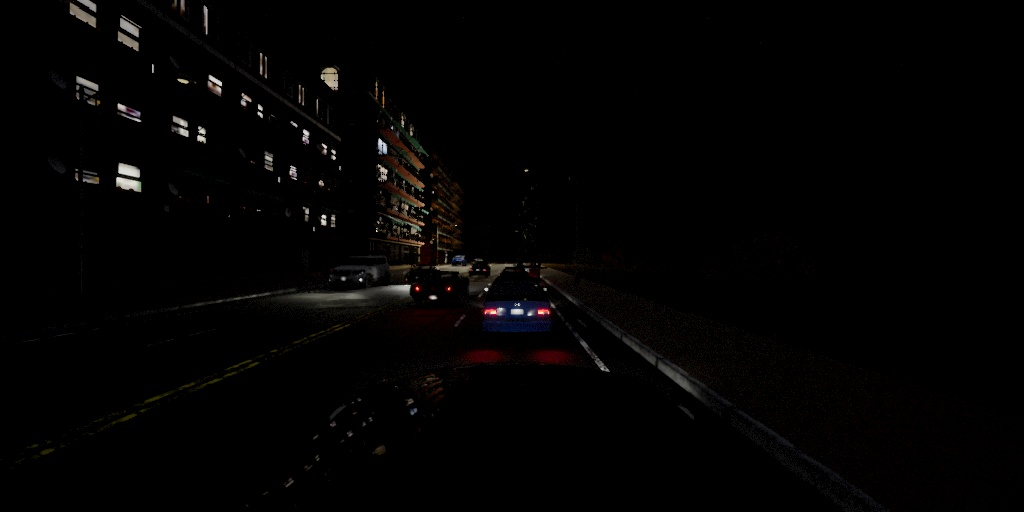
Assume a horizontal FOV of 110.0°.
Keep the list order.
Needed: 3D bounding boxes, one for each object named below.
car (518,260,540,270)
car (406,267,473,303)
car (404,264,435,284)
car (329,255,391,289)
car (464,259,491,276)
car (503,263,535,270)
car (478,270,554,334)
[{"bbox_3d":[1.173,1.104,29.833,2.097,1.767,4.553,0,0,0],"label":"car"},{"bbox_3d":[-3.132,1.353,16.522,1.895,1.301,4.718,0,0,0],"label":"car"},{"bbox_3d":[-6.569,1.317,26.743,1.994,1.385,4.181,0,0,0],"label":"car"},{"bbox_3d":[-9.824,0.974,23.669,2.150,2.045,5.566,0,0,0],"label":"car"},{"bbox_3d":[-3.103,1.301,35.014,2.033,1.411,5.357,0,0,0],"label":"car"},{"bbox_3d":[0.118,1.317,20.898,1.994,1.385,4.181,0,0,1],"label":"car"},{"bbox_3d":[0.112,1.299,10.565,2.033,1.411,5.357,0,0,0],"label":"car"}]
